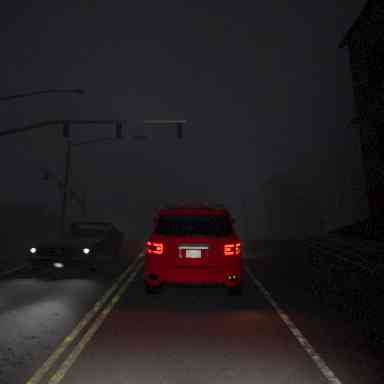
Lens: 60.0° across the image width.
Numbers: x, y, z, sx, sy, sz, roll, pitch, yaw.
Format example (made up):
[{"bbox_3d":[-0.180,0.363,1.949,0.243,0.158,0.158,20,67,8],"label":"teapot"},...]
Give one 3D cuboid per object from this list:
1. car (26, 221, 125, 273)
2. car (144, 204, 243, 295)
[{"bbox_3d":[-3.624,1.708,11.230,1.895,1.301,4.718,1,-1,0],"label":"car"},{"bbox_3d":[0.056,1.346,9.224,2.150,2.045,5.566,1,-1,1],"label":"car"}]
